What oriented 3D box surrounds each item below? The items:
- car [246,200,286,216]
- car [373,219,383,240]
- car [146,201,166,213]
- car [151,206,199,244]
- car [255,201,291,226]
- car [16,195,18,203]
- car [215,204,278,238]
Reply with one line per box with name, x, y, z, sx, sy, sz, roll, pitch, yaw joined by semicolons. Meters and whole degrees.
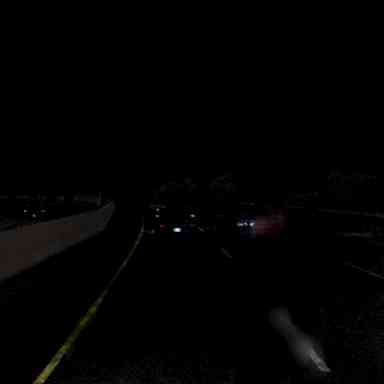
car;7.387;1.567;33.696;2.033;1.411;5.357;0;0;-10
car;9.883;1.504;14.315;1.837;1.490;4.892;0;0;-4
car;-4.173;1.640;37.964;1.895;1.301;4.718;0;0;-12
car;-0.811;1.579;16.130;1.994;1.385;4.181;0;0;-5
car;5.412;1.539;23.499;1.812;1.442;4.674;0;0;-7
car;-35.211;1.404;65.482;2.128;1.511;4.902;0;0;-23
car;2.567;1.560;17.950;2.033;1.411;5.357;0;0;-6
